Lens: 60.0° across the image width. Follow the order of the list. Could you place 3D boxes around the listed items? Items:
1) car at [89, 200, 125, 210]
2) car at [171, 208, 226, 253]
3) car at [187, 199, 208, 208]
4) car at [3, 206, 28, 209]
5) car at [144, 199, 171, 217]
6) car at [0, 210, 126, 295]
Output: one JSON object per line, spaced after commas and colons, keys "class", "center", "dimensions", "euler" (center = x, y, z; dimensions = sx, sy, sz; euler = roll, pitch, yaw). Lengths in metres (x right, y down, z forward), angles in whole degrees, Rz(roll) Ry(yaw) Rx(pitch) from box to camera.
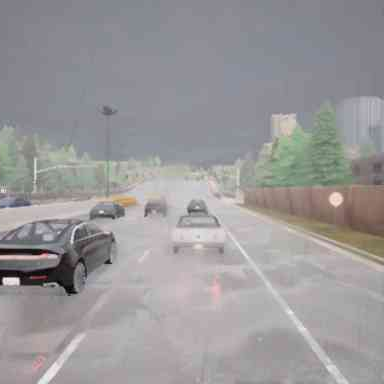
{"class": "car", "center": [-6.565, 1.406, 26.181], "dimensions": [1.994, 1.385, 4.181], "euler": [0, 0, 1]}
{"class": "car", "center": [0.255, 1.543, 13.397], "dimensions": [1.895, 1.301, 4.718], "euler": [0, 0, 1]}
{"class": "car", "center": [0.531, 1.420, 33.211], "dimensions": [1.994, 1.385, 4.181], "euler": [0, 0, 1]}
{"class": "car", "center": [-17.170, 1.231, 31.478], "dimensions": [1.882, 1.535, 5.008], "euler": [0, 0, 1]}
{"class": "car", "center": [-3.023, 1.354, 29.306], "dimensions": [1.837, 1.490, 4.892], "euler": [0, 0, 1]}
{"class": "car", "center": [-3.299, 1.432, 8.557], "dimensions": [2.128, 1.511, 4.902], "euler": [0, 0, 1]}
